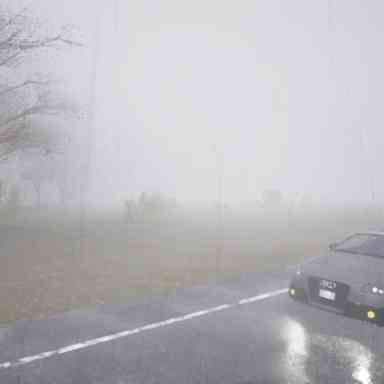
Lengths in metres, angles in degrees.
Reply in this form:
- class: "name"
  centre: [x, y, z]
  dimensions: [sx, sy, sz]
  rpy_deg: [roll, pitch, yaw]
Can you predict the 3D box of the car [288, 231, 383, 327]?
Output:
- class: "car"
  centre: [3.902, 1.539, 6.773]
  dimensions: [4.181, 1.385, 1.994]
  rpy_deg: [0, 0, -35]
